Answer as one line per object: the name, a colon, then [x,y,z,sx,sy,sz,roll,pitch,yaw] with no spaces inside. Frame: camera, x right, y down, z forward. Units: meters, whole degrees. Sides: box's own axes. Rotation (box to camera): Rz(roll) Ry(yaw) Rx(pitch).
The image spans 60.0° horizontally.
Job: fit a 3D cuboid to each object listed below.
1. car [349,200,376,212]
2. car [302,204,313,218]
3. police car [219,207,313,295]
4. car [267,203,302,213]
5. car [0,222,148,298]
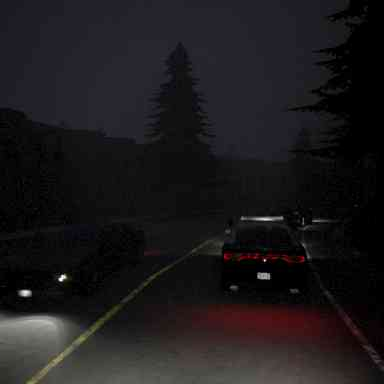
car: [20.222,1.564,38.705,4.181,1.385,1.994,0,0,-34]
car: [7.053,1.506,22.973,1.837,1.490,4.892,0,0,30]
police car: [1.881,1.425,8.988,1.930,1.638,5.238,0,0,11]
car: [4.568,1.478,17.895,1.882,1.535,5.008,0,0,23]
car: [-2.743,1.547,8.973,2.033,1.411,5.357,0,0,10]
